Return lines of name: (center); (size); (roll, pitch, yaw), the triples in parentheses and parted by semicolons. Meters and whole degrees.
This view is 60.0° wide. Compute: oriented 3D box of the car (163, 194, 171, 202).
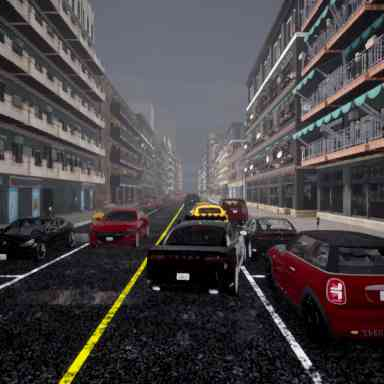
car: (-5.607, 1.293, 74.119); (2.192, 1.841, 5.009); (0, 0, 0)

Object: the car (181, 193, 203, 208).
car: (0.052, 1.212, 45.263); (2.150, 2.045, 5.566); (0, 0, 0)

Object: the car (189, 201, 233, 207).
car: (0.920, 1.476, 18.605); (1.882, 1.535, 5.008); (0, 0, 0)

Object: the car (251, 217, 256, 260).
car: (2.705, 1.550, 12.105); (2.008, 1.369, 4.403); (0, 0, 0)

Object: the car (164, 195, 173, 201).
car: (-5.602, 1.415, 79.755); (1.967, 1.590, 4.097); (0, 0, 0)

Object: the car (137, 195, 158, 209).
car: (-5.645, 1.432, 40.301); (1.967, 1.590, 4.097); (0, 0, 0)

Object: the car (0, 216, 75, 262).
car: (-5.676, 1.565, 12.118); (1.947, 1.339, 4.313); (0, 0, 0)

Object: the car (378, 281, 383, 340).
car: (2.692, 1.545, 0.833); (1.887, 1.381, 4.507); (0, 0, 0)

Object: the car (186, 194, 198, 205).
car: (0.064, 1.337, 59.954); (2.097, 1.767, 4.553); (0, 0, 0)

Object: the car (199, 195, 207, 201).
car: (2.784, 1.517, 85.379); (1.887, 1.381, 4.507); (0, 0, 0)

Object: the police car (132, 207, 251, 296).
police car: (0.398, 1.421, 8.943); (1.930, 1.638, 5.238); (-1, 0, 13)

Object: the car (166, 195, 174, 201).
car: (-5.596, 1.517, 85.392); (1.887, 1.381, 4.507); (0, 0, 0)

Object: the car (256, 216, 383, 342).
car: (2.699, 1.440, 6.470); (1.967, 1.590, 4.097); (0, 0, 0)

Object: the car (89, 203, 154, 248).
car: (-3.084, 1.477, 14.941); (1.882, 1.535, 5.008); (0, 0, 0)

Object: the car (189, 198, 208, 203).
car: (0.856, 1.453, 24.787); (1.801, 1.575, 5.366); (0, 0, -1)

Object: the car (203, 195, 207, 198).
car: (2.772, 1.503, 74.276); (1.752, 1.417, 4.829); (0, 0, 0)

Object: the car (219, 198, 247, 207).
car: (2.718, 1.312, 23.379); (2.192, 1.841, 5.009); (0, 0, 0)

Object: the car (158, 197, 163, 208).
car: (-5.638, 1.305, 45.938); (2.192, 1.841, 5.009); (0, 0, 0)

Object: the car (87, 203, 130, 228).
car: (-5.664, 1.523, 23.221); (1.752, 1.417, 4.829); (0, 0, 0)

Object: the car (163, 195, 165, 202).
car: (-5.634, 1.570, 51.574); (1.802, 1.307, 4.206); (0, 0, 0)

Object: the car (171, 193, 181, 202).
car: (-2.920, 1.199, 74.248); (2.150, 2.045, 5.566); (0, 0, 0)
